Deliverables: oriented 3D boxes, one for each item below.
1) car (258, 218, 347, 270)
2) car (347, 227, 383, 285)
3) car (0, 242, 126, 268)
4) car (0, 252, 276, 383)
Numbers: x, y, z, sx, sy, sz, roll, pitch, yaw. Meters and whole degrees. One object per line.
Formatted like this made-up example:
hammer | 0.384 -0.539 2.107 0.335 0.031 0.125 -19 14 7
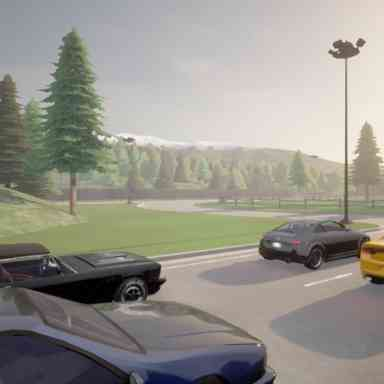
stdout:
car | 4.201 1.563 11.152 4.181 1.385 1.994 0 0 -35
car | 6.182 1.476 8.264 5.008 1.535 1.882 0 0 -35
car | -2.855 1.601 6.011 4.718 1.301 1.895 0 0 -36
car | -1.763 1.547 2.488 5.357 1.411 2.033 0 0 -36
